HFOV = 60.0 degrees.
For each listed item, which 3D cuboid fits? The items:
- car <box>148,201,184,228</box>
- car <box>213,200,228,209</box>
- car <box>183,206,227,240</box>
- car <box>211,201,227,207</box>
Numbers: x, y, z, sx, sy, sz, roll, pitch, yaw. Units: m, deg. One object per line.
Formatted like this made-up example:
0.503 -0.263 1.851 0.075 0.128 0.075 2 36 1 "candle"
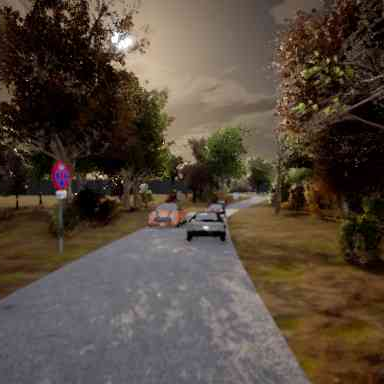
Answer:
-1.688 1.527 23.522 2.097 1.767 4.553 0 -1 6 "car"
5.621 2.431 64.860 2.128 1.511 4.902 2 0 15 "car"
0.809 1.685 17.878 1.994 1.385 4.181 0 -1 4 "car"
2.755 1.960 36.270 2.033 1.411 5.357 0 -1 8 "car"
